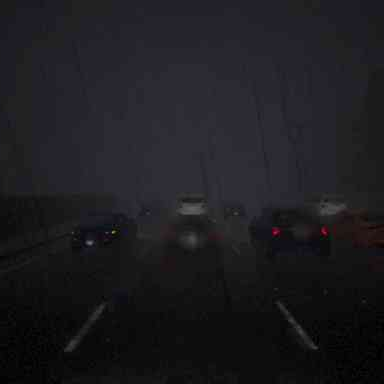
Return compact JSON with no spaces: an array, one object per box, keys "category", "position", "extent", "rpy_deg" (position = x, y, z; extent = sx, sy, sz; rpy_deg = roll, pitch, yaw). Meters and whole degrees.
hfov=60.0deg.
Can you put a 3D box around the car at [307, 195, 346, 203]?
[{"category":"car","position":[10.517,1.217,26.876],"extent":[2.150,2.045,5.566],"rpy_deg":[0,0,0]}]

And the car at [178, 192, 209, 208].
[{"category":"car","position":[0.016,1.217,26.863],"extent":[2.150,2.045,5.566],"rpy_deg":[0,0,0]}]

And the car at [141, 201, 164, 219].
[{"category":"car","position":[-3.467,1.519,28.628],"extent":[1.812,1.442,4.674],"rpy_deg":[0,0,1]}]

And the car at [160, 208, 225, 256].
[{"category":"car","position":[0.036,1.562,13.106],"extent":[1.994,1.385,4.181],"rpy_deg":[0,0,1]}]

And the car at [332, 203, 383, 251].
[{"category":"car","position":[7.044,1.474,14.155],"extent":[1.882,1.535,5.008],"rpy_deg":[0,0,0]}]

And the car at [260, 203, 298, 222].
[{"category":"car","position":[7.022,1.595,27.356],"extent":[1.895,1.301,4.718],"rpy_deg":[0,0,0]}]

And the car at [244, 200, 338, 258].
[{"category":"car","position":[3.534,1.349,12.879],"extent":[2.097,1.767,4.553],"rpy_deg":[0,0,1]}]

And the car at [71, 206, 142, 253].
[{"category":"car","position":[-3.459,1.522,13.652],"extent":[1.812,1.442,4.674],"rpy_deg":[0,0,1]}]

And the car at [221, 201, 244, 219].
[{"category":"car","position":[3.534,1.519,28.653],"extent":[1.812,1.442,4.674],"rpy_deg":[0,0,0]}]
